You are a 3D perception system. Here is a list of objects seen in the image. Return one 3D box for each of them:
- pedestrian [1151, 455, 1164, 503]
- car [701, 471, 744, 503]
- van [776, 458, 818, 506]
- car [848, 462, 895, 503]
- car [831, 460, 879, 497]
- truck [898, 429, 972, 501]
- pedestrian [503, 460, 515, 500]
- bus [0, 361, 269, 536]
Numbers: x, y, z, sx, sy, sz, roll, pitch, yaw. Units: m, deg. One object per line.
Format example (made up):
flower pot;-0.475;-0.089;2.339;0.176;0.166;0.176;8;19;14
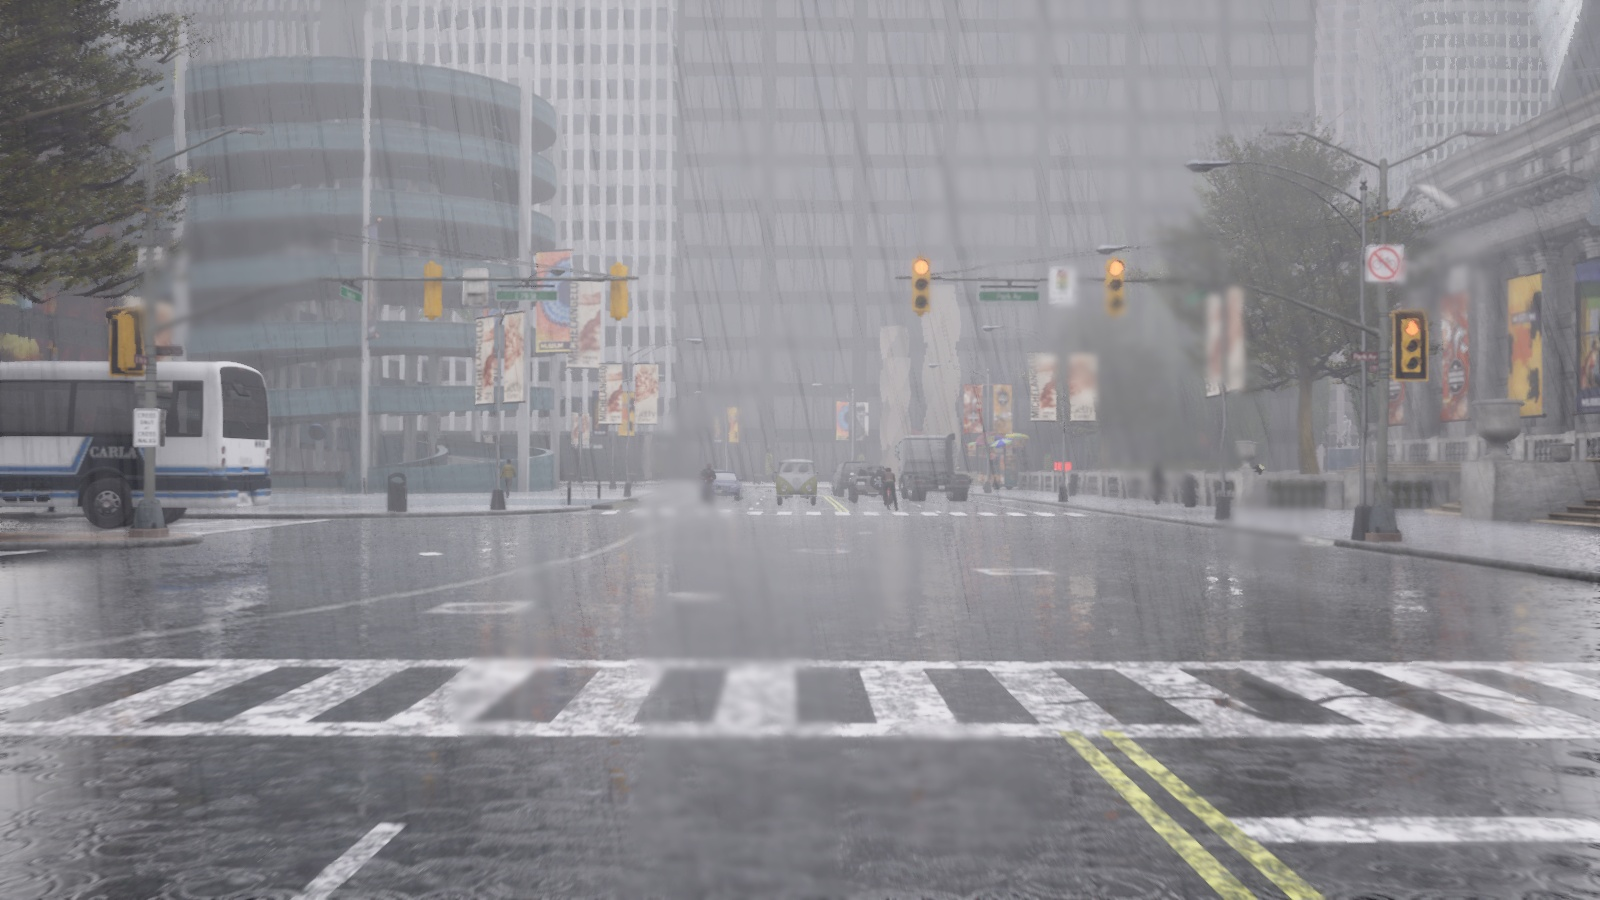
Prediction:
pedestrian;14.449;1.170;50.753;0.395;1.930;0.692;0;-1;10
car;-3.666;1.748;59.879;1.812;1.442;4.674;0;-1;-1
van;-0.133;1.386;54.714;1.775;1.987;4.442;0;-1;0
car;3.321;1.498;58.967;1.932;1.855;4.605;0;-1;0
car;3.109;1.601;72.342;2.150;2.045;5.566;0;-1;-4
truck;6.802;0.765;64.418;2.891;3.462;7.936;0;-1;0
pedestrian;-13.466;1.392;58.138;0.431;1.840;0.709;0;-1;-4
bus;-19.783;0.001;32.629;10.273;4.253;3.944;0;-1;0
